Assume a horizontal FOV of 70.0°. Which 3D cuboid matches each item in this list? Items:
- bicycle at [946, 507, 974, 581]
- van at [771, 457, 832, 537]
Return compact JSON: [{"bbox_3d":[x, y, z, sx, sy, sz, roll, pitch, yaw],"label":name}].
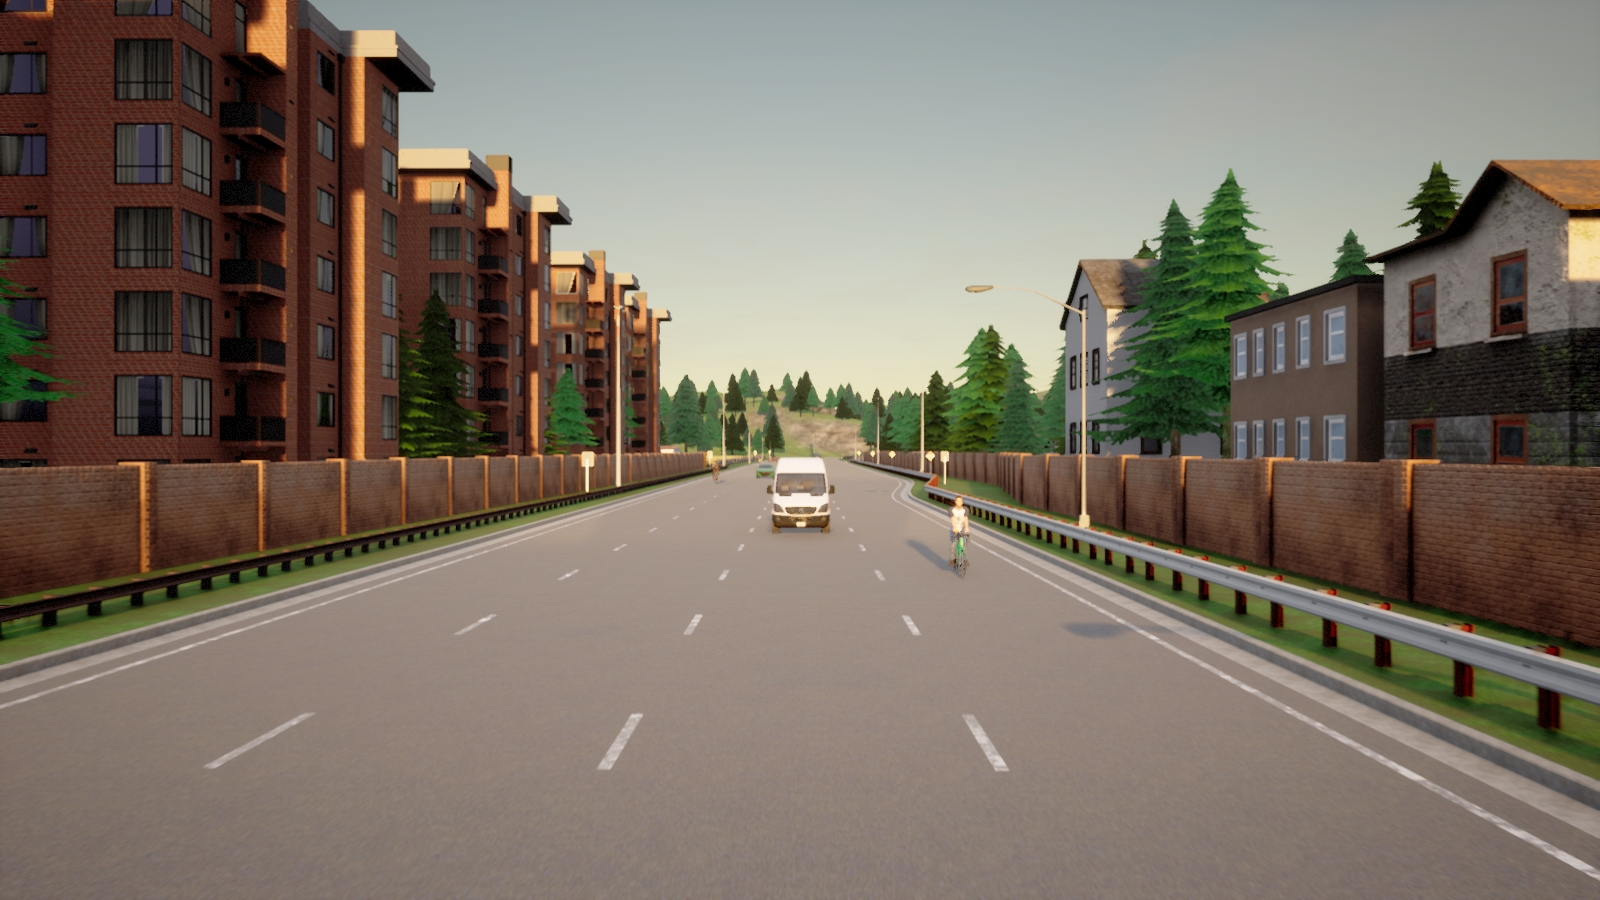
[{"bbox_3d":[3.540,2.065,25.341,0.373,1.496,1.643,0,0,0],"label":"bicycle"},{"bbox_3d":[0.038,1.548,40.201,1.988,2.561,5.915,0,0,0],"label":"van"}]
